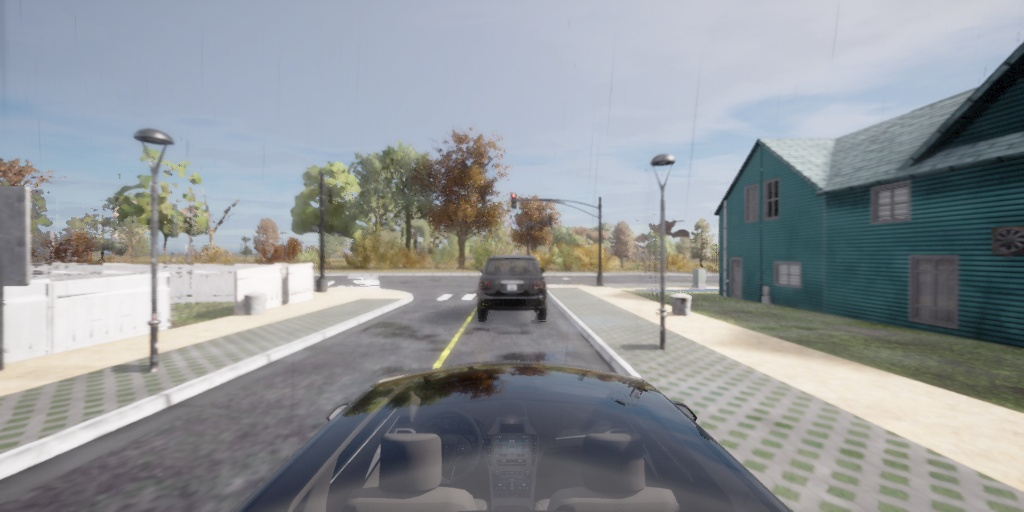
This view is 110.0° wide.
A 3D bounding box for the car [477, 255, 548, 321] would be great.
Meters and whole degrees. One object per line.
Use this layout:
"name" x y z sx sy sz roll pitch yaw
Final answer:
"car" 0.017 1.014 12.761 2.150 2.045 5.566 0 -1 0
